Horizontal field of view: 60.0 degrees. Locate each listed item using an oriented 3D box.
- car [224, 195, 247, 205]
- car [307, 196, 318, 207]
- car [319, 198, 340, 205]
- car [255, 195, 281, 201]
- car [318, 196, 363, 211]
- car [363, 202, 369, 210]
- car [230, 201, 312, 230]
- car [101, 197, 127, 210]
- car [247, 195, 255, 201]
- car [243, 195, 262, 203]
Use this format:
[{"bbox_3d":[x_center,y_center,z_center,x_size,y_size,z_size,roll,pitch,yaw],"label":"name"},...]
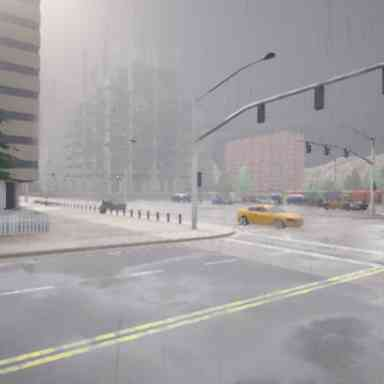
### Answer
[{"bbox_3d":[10.108,1.889,77.418,1.970,1.475,3.806,1,0,-36],"label":"car"},{"bbox_3d":[27.887,1.751,71.660,1.932,1.855,4.605,1,0,-36],"label":"car"},{"bbox_3d":[30.281,1.988,73.289,1.784,1.438,3.905,1,0,-36],"label":"car"},{"bbox_3d":[14.181,1.836,61.774,1.970,1.475,3.806,1,0,-36],"label":"car"},{"bbox_3d":[19.735,1.541,44.347,1.932,1.855,4.605,1,0,-36],"label":"car"},{"bbox_3d":[22.123,1.571,45.984,1.905,1.878,3.866,1,0,-36],"label":"car"},{"bbox_3d":[5.177,1.626,22.562,1.882,1.535,5.008,1,0,-36],"label":"car"},{"bbox_3d":[-10.291,1.482,44.064,2.097,1.767,4.553,1,0,-36],"label":"car"},{"bbox_3d":[12.466,1.885,79.099,1.784,1.438,3.905,1,0,-36],"label":"car"},{"bbox_3d":[14.623,1.699,80.699,1.932,1.855,4.605,1,0,-36],"label":"car"}]
